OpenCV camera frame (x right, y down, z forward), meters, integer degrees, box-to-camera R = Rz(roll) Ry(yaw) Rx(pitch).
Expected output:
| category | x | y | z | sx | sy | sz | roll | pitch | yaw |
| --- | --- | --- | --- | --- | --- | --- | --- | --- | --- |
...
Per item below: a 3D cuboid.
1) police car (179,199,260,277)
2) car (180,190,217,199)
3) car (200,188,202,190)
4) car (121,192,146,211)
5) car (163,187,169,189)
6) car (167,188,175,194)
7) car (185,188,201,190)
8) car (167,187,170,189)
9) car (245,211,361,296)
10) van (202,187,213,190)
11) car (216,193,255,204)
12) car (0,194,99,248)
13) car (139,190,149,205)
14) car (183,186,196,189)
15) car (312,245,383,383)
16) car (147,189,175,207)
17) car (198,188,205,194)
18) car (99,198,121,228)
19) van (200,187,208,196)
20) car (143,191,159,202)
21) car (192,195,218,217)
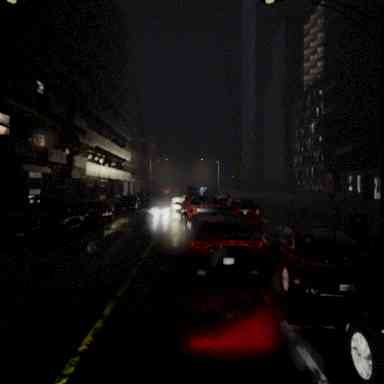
| category | x | y | z | sx | sy | sz | roll | pitch | yaw |
| --- | --- | --- | --- | --- | --- | --- | --- | --- | --- |
| police car | 0.681 | 1.225 | 9.730 | 1.930 | 1.638 | 5.238 | 0 | 1 | -3 |
| car | 0.518 | 0.955 | 19.511 | 2.097 | 1.767 | 4.553 | 0 | 1 | -6 |
| car | 2.676 | 0.412 | 58.068 | 1.802 | 1.307 | 4.206 | 1 | 1 | 0 |
| car | -5.692 | 0.953 | 30.223 | 1.947 | 1.339 | 4.313 | 1 | 1 | 0 |
| car | -5.703 | 0.381 | 58.065 | 2.008 | 1.369 | 4.403 | 1 | 1 | 0 |
| car | -5.719 | -0.289 | 91.477 | 1.887 | 1.381 | 4.507 | 1 | 1 | 0 |
| car | -0.005 | 0.587 | 46.503 | 1.812 | 1.442 | 4.674 | 0 | 1 | 1 |
| car | -5.706 | 0.247 | 63.464 | 1.752 | 1.417 | 4.829 | 1 | 1 | 0 |
| car | 2.699 | 1.387 | 7.951 | 2.008 | 1.369 | 4.403 | 1 | 1 | 0 |
| van | 2.685 | 0.394 | 46.928 | 1.690 | 1.788 | 3.998 | 1 | 1 | 0 |
| car | 2.695 | 1.052 | 19.086 | 1.967 | 1.590 | 4.097 | 1 | 1 | 0 |
| car | -5.680 | 1.039 | 13.512 | 2.192 | 1.841 | 5.009 | 1 | 1 | 0 |
| car | -5.694 | 0.827 | 35.791 | 2.008 | 1.369 | 4.403 | 1 | 1 | 0 |
| car | -0.025 | 0.010 | 60.121 | 2.150 | 2.045 | 5.566 | 0 | 1 | 0 |
| car | 2.701 | 1.500 | 2.384 | 2.008 | 1.369 | 4.403 | 1 | 1 | 0 |
| car | -3.104 | 0.782 | 35.068 | 2.128 | 1.511 | 4.902 | 0 | 1 | 0 |
| car | 2.662 | -0.312 | 91.649 | 1.752 | 1.417 | 4.829 | 1 | 1 | 0 |
| car | -5.687 | 1.156 | 19.086 | 1.887 | 1.381 | 4.507 | 1 | 1 | 0 |
| van | 2.672 | -0.162 | 74.771 | 1.690 | 1.788 | 3.998 | 1 | 1 | 0 |
| car | -5.698 | 0.582 | 46.759 | 1.752 | 1.417 | 4.829 | 1 | 1 | 0 |
| car | 0.889 | 1.006 | 25.633 | 1.812 | 1.442 | 4.674 | 0 | 1 | 0 |
